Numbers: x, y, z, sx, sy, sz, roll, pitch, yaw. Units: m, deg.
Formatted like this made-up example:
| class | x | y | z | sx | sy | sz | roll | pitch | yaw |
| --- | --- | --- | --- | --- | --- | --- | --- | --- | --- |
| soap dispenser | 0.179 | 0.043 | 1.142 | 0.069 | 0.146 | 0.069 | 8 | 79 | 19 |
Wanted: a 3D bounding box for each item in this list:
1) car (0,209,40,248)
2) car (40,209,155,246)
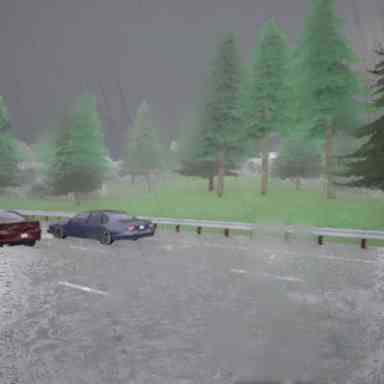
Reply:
| class | x | y | z | sx | sy | sz | roll | pitch | yaw |
| --- | --- | --- | --- | --- | --- | --- | --- | --- | --- |
| car | -8.192 | 1.429 | 13.366 | 5.008 | 1.535 | 1.882 | 0 | 0 | 32 |
| car | -4.202 | 1.496 | 15.041 | 5.357 | 1.411 | 2.033 | 0 | 0 | 32 |
